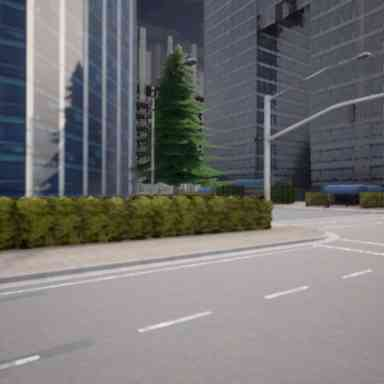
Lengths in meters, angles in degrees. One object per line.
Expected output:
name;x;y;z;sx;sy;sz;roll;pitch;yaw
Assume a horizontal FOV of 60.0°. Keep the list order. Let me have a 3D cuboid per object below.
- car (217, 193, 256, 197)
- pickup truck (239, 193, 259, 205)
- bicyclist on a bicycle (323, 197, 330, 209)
car;4.956;1.362;39.175;2.150;2.045;5.566;0;0;-36
pickup truck;11.038;1.305;65.169;2.390;2.098;6.274;0;0;-6
bicyclist on a bicycle;18.353;1.517;45.377;1.656;1.620;0.582;0;0;-36
